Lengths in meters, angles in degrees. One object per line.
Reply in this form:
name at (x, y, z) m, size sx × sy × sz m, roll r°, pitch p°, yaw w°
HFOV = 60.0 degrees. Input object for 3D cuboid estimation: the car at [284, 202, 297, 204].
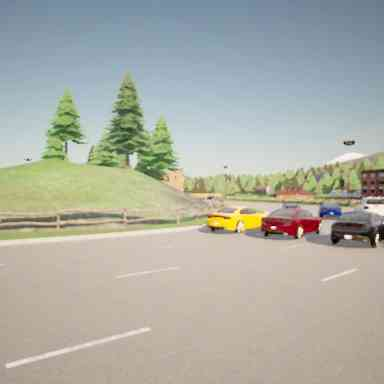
car at (9.822, 1.750, 32.869) m, size 2.128 × 1.511 × 4.902 m, roll 0°, pitch 0°, yaw 19°

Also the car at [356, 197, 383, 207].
car at (16.341, 1.508, 30.260) m, size 2.150 × 2.045 × 5.566 m, roll 0°, pitch 0°, yaw 19°

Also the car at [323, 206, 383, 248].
car at (8.132, 1.657, 15.883) m, size 1.837 × 1.490 × 4.892 m, roll 0°, pitch 0°, yaw 40°

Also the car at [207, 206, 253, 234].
car at (2.925, 1.615, 20.581) m, size 1.882 × 1.535 × 5.008 m, roll 0°, pitch 0°, yaw 40°

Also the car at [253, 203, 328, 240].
car at (5.592, 1.622, 18.316) m, size 1.882 × 1.535 × 5.008 m, roll 0°, pitch 0°, yaw 40°

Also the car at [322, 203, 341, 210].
car at (13.169, 1.754, 31.868) m, size 1.882 × 1.535 × 5.008 m, roll 0°, pitch 0°, yaw 19°
